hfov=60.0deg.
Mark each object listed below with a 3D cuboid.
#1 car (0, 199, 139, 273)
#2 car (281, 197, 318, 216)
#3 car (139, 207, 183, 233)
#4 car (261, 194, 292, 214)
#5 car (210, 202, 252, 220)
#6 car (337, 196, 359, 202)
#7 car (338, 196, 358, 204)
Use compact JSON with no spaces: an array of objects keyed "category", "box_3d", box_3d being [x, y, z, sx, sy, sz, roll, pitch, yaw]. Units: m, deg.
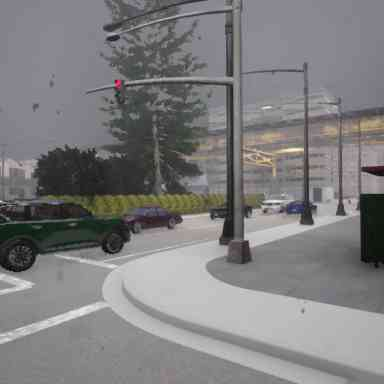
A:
[{"category":"car","box_3d":[-4.700,1.248,11.204,2.150,2.045,5.566,0,0,39]},{"category":"car","box_3d":[10.735,1.501,32.341,1.882,1.535,5.008,-1,0,36]},{"category":"car","box_3d":[-2.728,1.602,20.050,2.033,1.411,5.357,-1,0,36]},{"category":"car","box_3d":[9.696,1.280,37.161,2.150,2.045,5.566,-1,0,36]},{"category":"car","box_3d":[3.393,1.534,28.497,1.882,1.535,5.008,-1,0,36]},{"category":"car","box_3d":[31.951,1.364,68.006,4.536,1.218,1.853,0,0,-29]},{"category":"car","box_3d":[31.907,1.521,67.979,4.974,1.542,2.038,0,0,-29]}]
